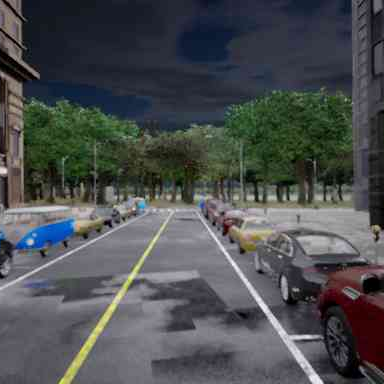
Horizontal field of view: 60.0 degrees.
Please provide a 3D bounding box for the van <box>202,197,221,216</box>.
[{"bbox_3d":[1.979,1.497,35.156,1.690,1.788,3.998,-1,0,-1],"label":"van"}]

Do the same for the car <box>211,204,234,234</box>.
[{"bbox_3d":[2.374,1.610,18.847,1.887,1.381,4.507,-1,0,-1],"label":"car"}]

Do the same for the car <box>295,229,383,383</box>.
[{"bbox_3d":[2.763,1.294,2.540,2.192,1.841,5.009,-1,0,-1],"label":"car"}]

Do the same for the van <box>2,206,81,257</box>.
[{"bbox_3d":[-6.020,1.483,13.207,1.690,1.788,3.998,-1,0,-1],"label":"van"}]

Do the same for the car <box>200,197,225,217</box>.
[{"bbox_3d":[2.109,1.440,29.720,2.192,1.841,5.009,-1,0,-1],"label":"car"}]

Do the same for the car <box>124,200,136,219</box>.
[{"bbox_3d":[-6.406,1.755,29.344,1.752,1.417,4.829,-1,0,-1],"label":"car"}]

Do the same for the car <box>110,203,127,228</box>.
[{"bbox_3d":[-6.279,1.766,24.077,1.947,1.339,4.313,-1,0,-1],"label":"car"}]

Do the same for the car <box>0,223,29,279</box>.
[{"bbox_3d":[-5.886,1.678,7.769,1.947,1.339,4.313,-1,0,-1],"label":"car"}]

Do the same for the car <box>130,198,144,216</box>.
[{"bbox_3d":[-6.542,1.701,34.950,1.967,1.590,4.097,-1,0,-1],"label":"car"}]

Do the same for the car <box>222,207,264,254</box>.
[{"bbox_3d":[2.500,1.562,13.581,1.752,1.417,4.829,-1,0,-1],"label":"car"}]

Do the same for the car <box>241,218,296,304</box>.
[{"bbox_3d":[2.636,1.558,7.975,2.008,1.369,4.403,-1,0,-1],"label":"car"}]

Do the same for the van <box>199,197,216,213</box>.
[{"bbox_3d":[1.848,1.527,40.592,1.690,1.788,3.998,-1,0,-1],"label":"van"}]

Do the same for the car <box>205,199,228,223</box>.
[{"bbox_3d":[2.242,1.535,24.283,1.967,1.590,4.097,-1,0,-1],"label":"car"}]

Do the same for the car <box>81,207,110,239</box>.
[{"bbox_3d":[-6.145,1.695,18.472,1.752,1.417,4.829,-1,0,-1],"label":"car"}]
